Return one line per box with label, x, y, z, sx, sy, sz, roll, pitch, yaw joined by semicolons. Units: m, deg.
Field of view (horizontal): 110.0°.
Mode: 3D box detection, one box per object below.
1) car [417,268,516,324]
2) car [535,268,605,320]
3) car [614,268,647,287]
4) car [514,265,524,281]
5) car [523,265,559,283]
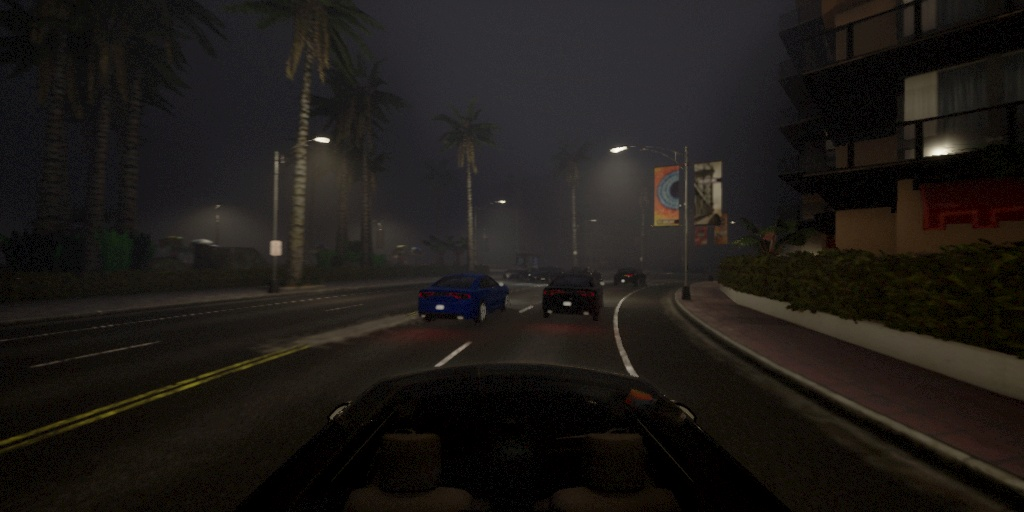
car;-1.463;1.346;12.640;1.882;1.535;5.008;0;-1;14
car;2.459;1.402;13.753;1.882;1.535;5.008;0;-1;17
car;9.844;1.704;29.676;1.837;1.490;4.892;0;-1;32
car;0.950;1.666;35.487;2.128;1.511;4.902;0;-1;33
car;3.278;1.670;32.675;1.837;1.490;4.892;0;-1;32
